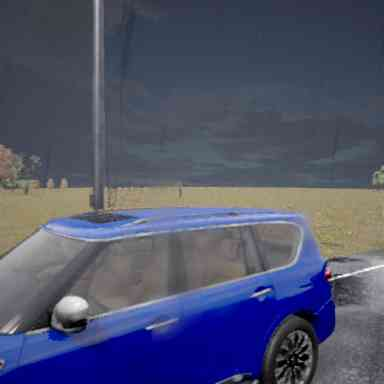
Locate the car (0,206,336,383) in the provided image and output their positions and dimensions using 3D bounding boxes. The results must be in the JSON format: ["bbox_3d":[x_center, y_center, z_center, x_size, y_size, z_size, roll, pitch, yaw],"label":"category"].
[{"bbox_3d":[-0.755,1.222,3.464,5.566,2.045,2.150,0,0,-37],"label":"car"}]
